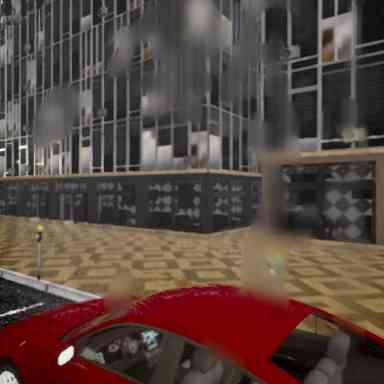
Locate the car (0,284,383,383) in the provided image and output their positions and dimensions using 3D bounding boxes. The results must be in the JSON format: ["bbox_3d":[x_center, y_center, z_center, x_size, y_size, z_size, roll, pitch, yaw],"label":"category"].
[{"bbox_3d":[0.008,1.534,2.871,4.507,1.381,1.887,0,0,35],"label":"car"}]
